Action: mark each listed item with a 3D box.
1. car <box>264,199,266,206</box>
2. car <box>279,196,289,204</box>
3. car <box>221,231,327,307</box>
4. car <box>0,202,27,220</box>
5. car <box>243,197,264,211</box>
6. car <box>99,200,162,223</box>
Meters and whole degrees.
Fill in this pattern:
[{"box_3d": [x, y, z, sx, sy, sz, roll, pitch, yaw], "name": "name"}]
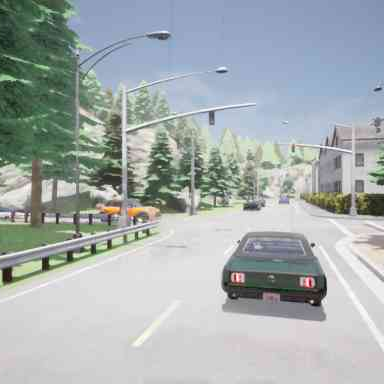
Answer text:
[{"box_3d": [10.261, 1.491, 51.035, 2.128, 1.511, 4.902, 0, 0, 16], "name": "car"}, {"box_3d": [17.596, 1.547, 63.512, 2.033, 1.411, 5.357, 0, 0, 16], "name": "car"}, {"box_3d": [2.021, 1.601, 8.106, 1.895, 1.301, 4.718, 0, 0, 15], "name": "car"}, {"box_3d": [-16.090, 1.577, 28.041, 4.181, 1.385, 1.994, 0, 0, 15], "name": "car"}, {"box_3d": [7.486, 1.601, 41.228, 1.895, 1.301, 4.718, 0, 0, 16], "name": "car"}, {"box_3d": [-4.556, 1.366, 24.888, 4.553, 1.767, 2.097, 0, 0, 15], "name": "car"}]
